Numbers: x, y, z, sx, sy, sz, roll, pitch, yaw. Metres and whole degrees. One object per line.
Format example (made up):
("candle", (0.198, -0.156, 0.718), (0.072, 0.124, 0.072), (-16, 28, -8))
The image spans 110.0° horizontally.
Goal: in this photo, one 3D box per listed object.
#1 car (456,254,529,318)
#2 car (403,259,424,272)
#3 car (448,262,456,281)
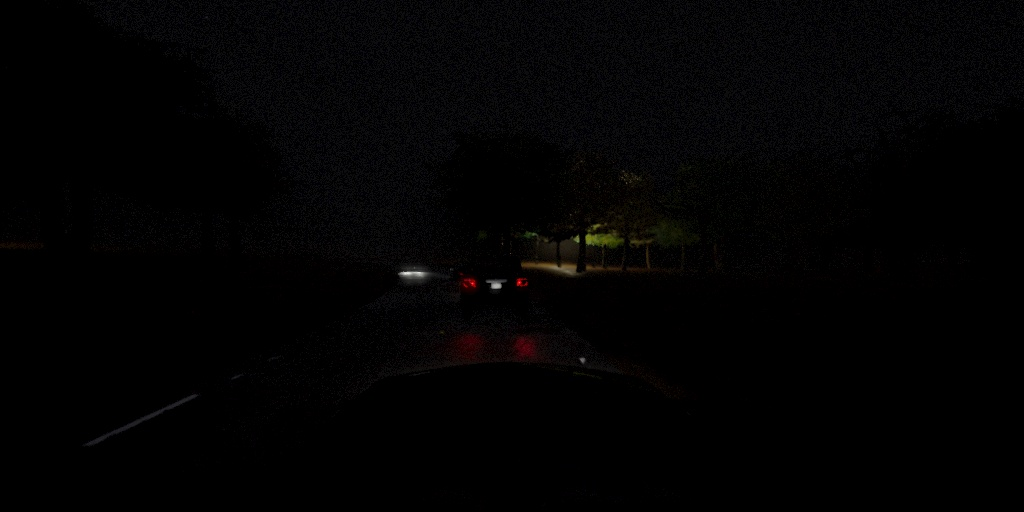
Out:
("car", (-0.741, 0.956, 13.183), (2.150, 2.045, 5.566), (-1, 0, -6))
("car", (-11.358, 1.070, 41.004), (1.994, 1.385, 4.181), (0, 1, -22))
("car", (-4.003, 1.160, 29.304), (1.837, 1.490, 4.892), (0, 0, -16))
